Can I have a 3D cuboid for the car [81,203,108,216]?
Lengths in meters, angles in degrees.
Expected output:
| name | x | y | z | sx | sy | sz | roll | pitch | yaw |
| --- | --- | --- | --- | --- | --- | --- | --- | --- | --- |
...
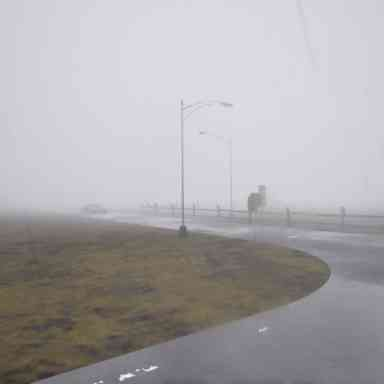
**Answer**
| name | x | y | z | sx | sy | sz | roll | pitch | yaw |
| --- | --- | --- | --- | --- | --- | --- | --- | --- | --- |
| car | -11.946 | 2.088 | 40.474 | 2.033 | 1.411 | 5.357 | 0 | -1 | -35 |
